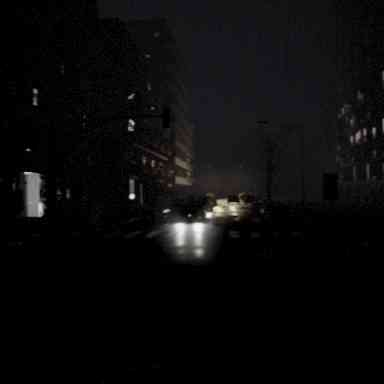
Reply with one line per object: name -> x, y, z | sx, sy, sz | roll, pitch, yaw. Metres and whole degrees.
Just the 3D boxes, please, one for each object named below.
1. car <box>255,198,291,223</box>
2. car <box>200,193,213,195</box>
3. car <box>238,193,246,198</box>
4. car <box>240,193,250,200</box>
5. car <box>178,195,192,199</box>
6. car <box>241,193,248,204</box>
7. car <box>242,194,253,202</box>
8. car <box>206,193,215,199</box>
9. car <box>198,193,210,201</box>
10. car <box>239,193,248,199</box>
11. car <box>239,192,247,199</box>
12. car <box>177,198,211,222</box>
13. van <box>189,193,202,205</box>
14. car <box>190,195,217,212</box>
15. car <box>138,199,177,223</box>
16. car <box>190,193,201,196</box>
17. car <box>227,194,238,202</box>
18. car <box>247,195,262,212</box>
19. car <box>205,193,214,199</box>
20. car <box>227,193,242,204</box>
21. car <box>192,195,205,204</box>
car -> 5.692, 1.335, 23.090 | 1.887, 1.381, 4.507 | -1, 0, 7
car -> 2.458, 1.261, 45.123 | 2.033, 1.411, 5.357 | -1, 0, 7
car -> 13.384, 0.917, 89.033 | 2.008, 1.369, 4.403 | -1, 0, 7
car -> 11.461, 1.008, 72.548 | 1.887, 1.381, 4.507 | -1, 0, 7
car -> -1.349, 1.364, 35.053 | 2.008, 1.369, 4.403 | -1, 0, 7
car -> 8.897, 1.186, 50.566 | 1.802, 1.307, 4.206 | -1, 0, 7
car -> 10.198, 1.056, 61.726 | 1.752, 1.417, 4.829 | -1, 0, 7
car -> 5.060, 1.017, 90.005 | 2.008, 1.369, 4.403 | -1, 0, 7
car -> 2.495, 1.037, 68.024 | 1.967, 1.590, 4.097 | -1, 0, 7
car -> 12.102, 0.981, 78.043 | 2.008, 1.369, 4.403 | -1, 0, 7
car -> 12.741, 0.838, 83.537 | 1.967, 1.590, 4.097 | -1, 0, 7
car -> 0.059, 1.416, 24.782 | 1.994, 1.385, 4.181 | -1, 0, 7
van -> 0.571, 1.045, 51.538 | 1.690, 1.788, 3.998 | -1, 0, 7
car -> 1.220, 1.347, 34.660 | 1.994, 1.385, 4.181 | -1, 0, 7
car -> -2.631, 1.441, 24.062 | 2.008, 1.369, 4.403 | -1, 0, 7
car -> -0.068, 1.180, 46.042 | 1.967, 1.590, 4.097 | -1, 0, 7
car -> 7.781, 1.150, 64.204 | 1.895, 1.301, 4.718 | -1, 0, 7
car -> 6.993, 1.238, 34.249 | 1.752, 1.417, 4.829 | -1, 0, 7
car -> 4.419, 1.049, 84.509 | 2.008, 1.369, 4.403 | -1, 0, 7
car -> 6.735, 1.176, 54.358 | 1.994, 1.385, 4.181 | -1, 0, 6
car -> 1.215, 1.250, 57.033 | 1.802, 1.307, 4.206 | -1, 0, 7
